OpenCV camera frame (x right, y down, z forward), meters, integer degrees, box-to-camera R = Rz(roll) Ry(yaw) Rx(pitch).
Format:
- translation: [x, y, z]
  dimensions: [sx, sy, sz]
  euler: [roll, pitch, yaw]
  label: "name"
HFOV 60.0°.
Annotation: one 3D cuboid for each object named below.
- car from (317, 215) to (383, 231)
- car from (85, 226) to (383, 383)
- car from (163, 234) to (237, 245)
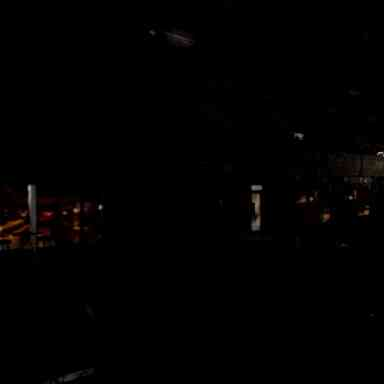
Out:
- translation: [4.740, 1.465, 9.952]
  dimensions: [4.097, 1.590, 1.967]
  euler: [0, -1, -35]
  label: "car"
- translation: [1.304, 1.487, 4.308]
  dimensions: [5.008, 1.535, 1.882]
  euler: [0, 0, -35]
  label: "car"
- translation: [0.118, 1.576, 6.655]
  dimensions: [4.313, 1.339, 1.947]
  euler: [0, -1, -35]
  label: "car"
